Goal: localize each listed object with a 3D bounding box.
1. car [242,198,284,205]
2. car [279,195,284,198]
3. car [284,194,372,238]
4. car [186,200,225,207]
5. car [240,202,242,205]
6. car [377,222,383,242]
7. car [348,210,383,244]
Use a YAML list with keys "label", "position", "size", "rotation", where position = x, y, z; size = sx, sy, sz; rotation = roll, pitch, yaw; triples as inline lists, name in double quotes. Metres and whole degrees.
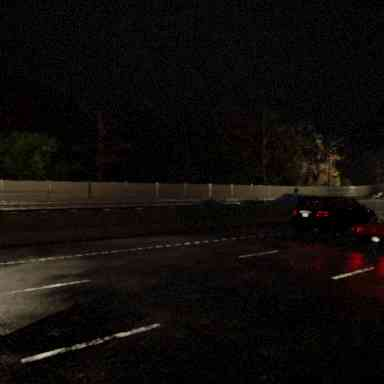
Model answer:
- label: "car"
  position: [7.161, 1.534, 30.585]
  size: [4.674, 1.442, 1.812]
  rotation: [0, 0, -35]
- label: "car"
  position: [11.073, 1.242, 37.668]
  size: [5.566, 2.045, 2.150]
  rotation: [1, 0, -35]
- label: "car"
  position: [7.738, 1.224, 17.870]
  size: [5.566, 2.045, 2.150]
  rotation: [0, 0, -36]
- label: "car"
  position: [1.453, 1.532, 35.113]
  size: [4.674, 1.442, 1.812]
  rotation: [0, 0, -35]
- label: "car"
  position: [8.487, 1.514, 44.412]
  size: [4.902, 1.511, 2.128]
  rotation: [0, 0, -35]
- label: "car"
  position: [7.480, 1.547, 9.086]
  size: [5.357, 1.411, 2.033]
  rotation: [0, 0, -36]
- label: "car"
  position: [9.144, 1.602, 14.571]
  size: [4.718, 1.301, 1.895]
  rotation: [0, 0, -36]
